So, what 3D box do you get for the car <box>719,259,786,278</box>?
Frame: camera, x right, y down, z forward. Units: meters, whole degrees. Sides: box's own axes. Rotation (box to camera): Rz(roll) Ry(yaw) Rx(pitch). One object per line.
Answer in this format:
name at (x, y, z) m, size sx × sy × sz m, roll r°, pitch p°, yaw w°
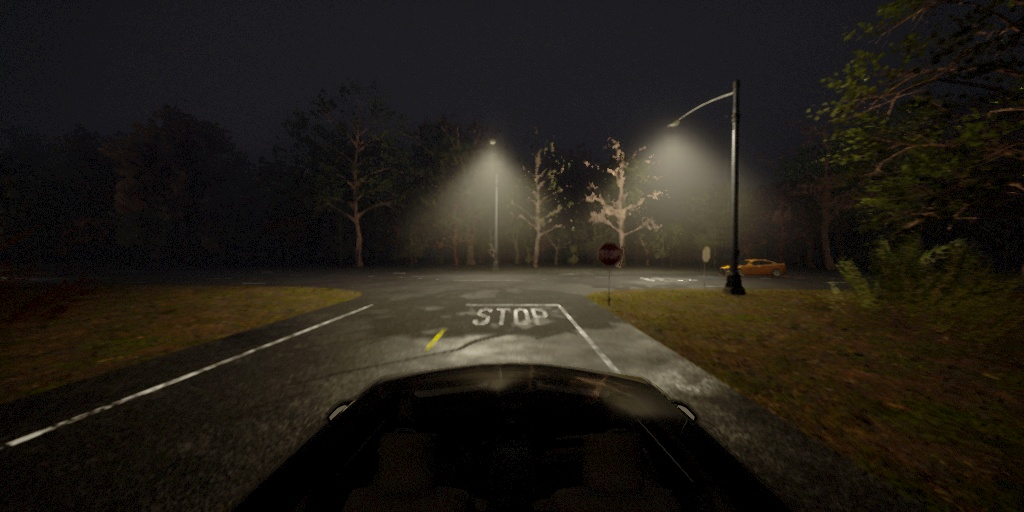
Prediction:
car at (20.108, 1.013, 30.107) m, size 5.008 × 1.535 × 1.882 m, roll -1°, pitch 1°, yaw 0°
